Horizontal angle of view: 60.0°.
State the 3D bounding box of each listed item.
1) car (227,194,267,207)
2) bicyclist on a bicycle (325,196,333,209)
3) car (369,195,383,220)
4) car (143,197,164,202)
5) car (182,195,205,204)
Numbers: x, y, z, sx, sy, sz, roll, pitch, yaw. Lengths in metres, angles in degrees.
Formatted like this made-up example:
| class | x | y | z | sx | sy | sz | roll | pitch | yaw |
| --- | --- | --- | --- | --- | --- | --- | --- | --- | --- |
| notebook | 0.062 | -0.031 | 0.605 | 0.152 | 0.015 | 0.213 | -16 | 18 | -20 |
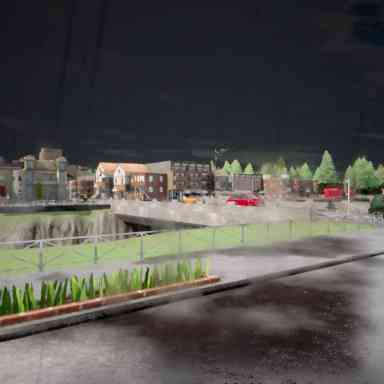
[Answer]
| class | x | y | z | sx | sy | sz | roll | pitch | yaw |
| --- | --- | --- | --- | --- | --- | --- | --- | --- | --- |
| car | 6.566 | 1.221 | 39.917 | 2.150 | 2.045 | 5.566 | 0 | 0 | -36 |
| bicyclist on a bicycle | 16.594 | 1.349 | 40.362 | 1.656 | 1.620 | 0.582 | 0 | 0 | -36 |
| car | 16.740 | 1.221 | 25.701 | 2.150 | 2.045 | 5.566 | 0 | 0 | -34 |
| car | -6.783 | 1.601 | 58.617 | 1.895 | 1.301 | 4.718 | 0 | 0 | -36 |
| car | 0.215 | 1.352 | 55.925 | 2.097 | 1.767 | 4.553 | 0 | 0 | -36 |
